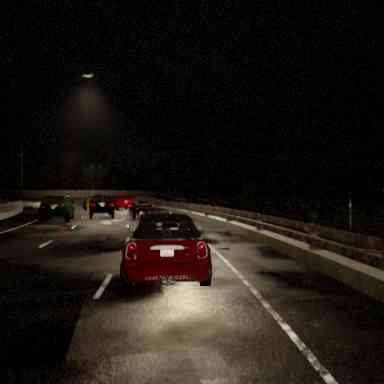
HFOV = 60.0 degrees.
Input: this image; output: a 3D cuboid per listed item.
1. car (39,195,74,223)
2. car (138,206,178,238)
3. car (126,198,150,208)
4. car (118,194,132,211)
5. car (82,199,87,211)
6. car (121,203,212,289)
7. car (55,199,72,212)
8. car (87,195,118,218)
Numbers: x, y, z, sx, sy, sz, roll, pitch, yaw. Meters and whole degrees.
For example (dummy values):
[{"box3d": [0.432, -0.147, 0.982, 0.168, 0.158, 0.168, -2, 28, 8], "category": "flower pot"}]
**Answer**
[{"box3d": [-10.752, 1.286, 26.609, 2.150, 2.045, 5.566, 0, -1, -15], "category": "car"}, {"box3d": [-2.047, 1.609, 19.009, 1.994, 1.385, 4.181, 0, 0, -10], "category": "car"}, {"box3d": [-4.685, 1.575, 30.552, 1.837, 1.490, 4.892, 0, -1, -16], "category": "car"}, {"box3d": [-8.984, 1.331, 42.740, 2.150, 2.045, 5.566, 0, 0, -23], "category": "car"}, {"box3d": [-13.230, 1.593, 43.668, 1.882, 1.535, 5.008, 0, 0, -23], "category": "car"}, {"box3d": [-0.728, 1.374, 9.446, 2.097, 1.767, 4.553, 0, 0, -5], "category": "car"}, {"box3d": [-16.379, 1.621, 42.111, 1.837, 1.490, 4.892, 0, 0, -23], "category": "car"}, {"box3d": [-8.439, 1.297, 31.023, 2.150, 2.045, 5.566, 0, -1, -17], "category": "car"}]
